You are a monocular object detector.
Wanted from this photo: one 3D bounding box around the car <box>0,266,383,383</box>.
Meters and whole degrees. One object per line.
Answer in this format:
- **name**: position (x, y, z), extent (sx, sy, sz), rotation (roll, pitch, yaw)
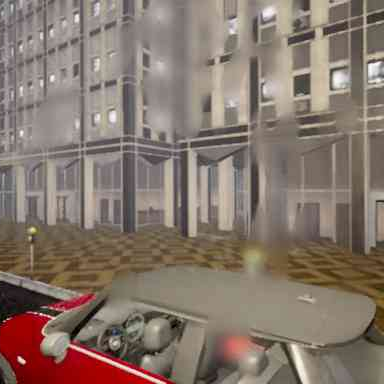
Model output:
- **car**: position (-0.241, 1.444, 3.050), extent (4.097, 1.590, 1.967), rotation (0, 0, 36)
